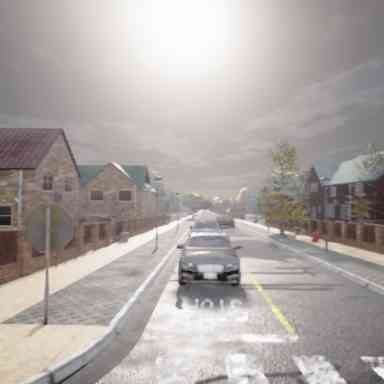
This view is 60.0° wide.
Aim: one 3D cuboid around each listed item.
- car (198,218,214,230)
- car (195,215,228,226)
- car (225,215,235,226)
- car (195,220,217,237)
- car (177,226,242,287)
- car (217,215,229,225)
[{"bbox_3d":[1.724,3.889,40.688,1.895,1.301,4.718,0,-3,3],"label":"car"},{"bbox_3d":[0.950,2.540,21.050,2.097,1.767,4.553,0,-3,2],"label":"car"},{"bbox_3d":[4.862,4.012,46.971,2.097,1.767,4.553,0,-3,2],"label":"car"},{"bbox_3d":[1.318,3.336,30.820,1.895,1.301,4.718,0,-3,2],"label":"car"},{"bbox_3d":[0.592,2.145,11.499,2.128,1.511,4.902,0,-3,2],"label":"car"},{"bbox_3d":[5.228,4.723,56.897,1.837,1.490,4.892,0,-3,2],"label":"car"}]
